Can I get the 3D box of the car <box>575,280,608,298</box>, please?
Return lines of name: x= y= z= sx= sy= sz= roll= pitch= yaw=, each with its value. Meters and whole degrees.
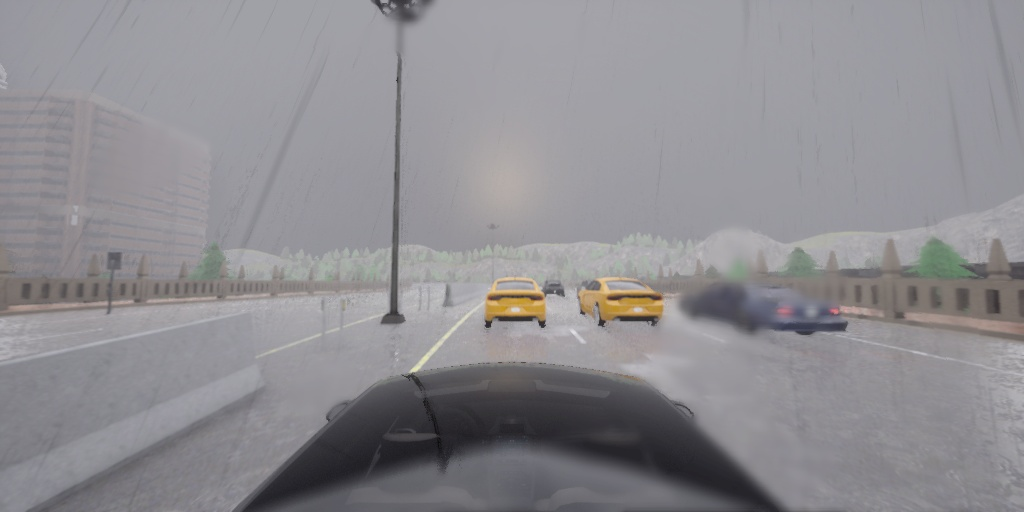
car: x=7.107 y=2.937 z=32.608 sx=1.837 sy=1.490 sz=4.892 roll=0 pitch=-4 yaw=0

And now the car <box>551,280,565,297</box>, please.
car: x=3.607 y=2.939 z=32.634 sx=1.837 sy=1.490 sz=4.892 roll=0 pitch=-4 yaw=0

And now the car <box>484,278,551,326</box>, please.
car: x=0.103 y=1.502 z=12.717 sx=1.882 sy=1.535 sz=5.008 roll=0 pitch=-3 yaw=0

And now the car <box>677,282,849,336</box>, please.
car: x=7.102 y=1.496 z=11.005 sx=2.033 sy=1.411 sz=5.357 roll=0 pitch=-2 yaw=0

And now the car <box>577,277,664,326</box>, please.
car: x=3.602 y=1.503 z=12.727 sx=1.882 sy=1.535 sz=5.008 roll=0 pitch=-3 yaw=0
